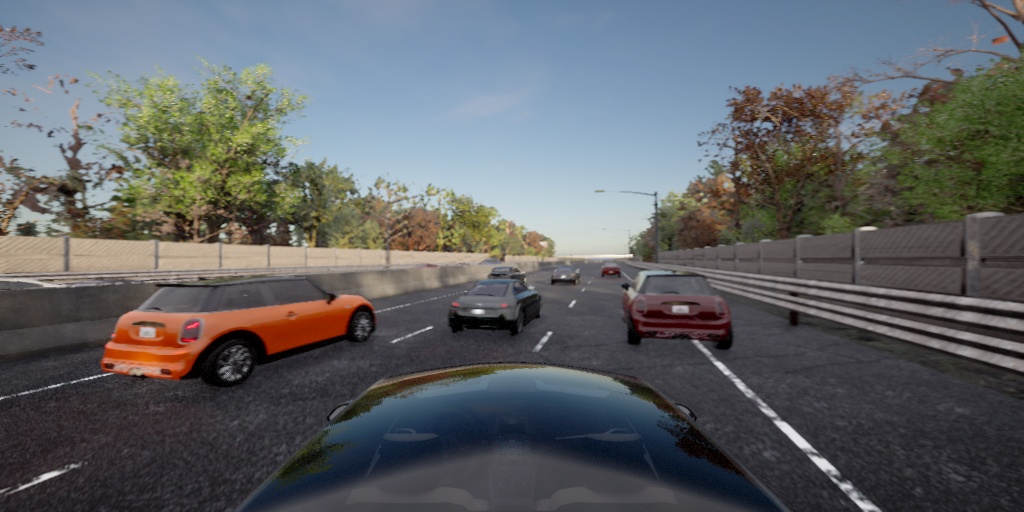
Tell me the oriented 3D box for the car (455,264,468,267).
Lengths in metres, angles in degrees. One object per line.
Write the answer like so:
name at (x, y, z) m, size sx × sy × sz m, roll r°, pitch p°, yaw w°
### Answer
car at (-7.347, 1.811, 53.169) m, size 1.994 × 1.385 × 4.181 m, roll 0°, pitch -1°, yaw 15°

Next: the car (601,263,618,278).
car at (10.662, 1.485, 38.584) m, size 1.882 × 1.535 × 5.008 m, roll 0°, pitch -1°, yaw 15°

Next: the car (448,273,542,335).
car at (-0.329, 1.395, 11.000) m, size 1.994 × 1.385 × 4.181 m, roll 0°, pitch -1°, yaw 15°

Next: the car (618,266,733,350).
car at (4.064, 1.143, 9.537) m, size 2.097 × 1.767 × 4.553 m, roll 0°, pitch -1°, yaw 15°

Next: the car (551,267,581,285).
car at (4.301, 1.519, 28.280) m, size 1.994 × 1.385 × 4.181 m, roll 0°, pitch -1°, yaw 15°

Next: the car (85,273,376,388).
car at (-4.912, 1.180, 7.427) m, size 2.097 × 1.767 × 4.553 m, roll 0°, pitch 0°, yaw 15°

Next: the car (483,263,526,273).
car at (-0.285, 1.457, 24.683) m, size 1.837 × 1.490 × 4.892 m, roll 0°, pitch 0°, yaw 15°

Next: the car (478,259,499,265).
car at (-3.445, 1.456, 54.221) m, size 2.150 × 2.045 × 5.566 m, roll 0°, pitch -1°, yaw 15°

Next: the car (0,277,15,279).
car at (-18.329, 1.476, 12.269) m, size 1.812 × 1.442 × 4.674 m, roll 0°, pitch -1°, yaw 15°

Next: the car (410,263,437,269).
car at (-12.077, 1.715, 49.061) m, size 1.882 × 1.535 × 5.008 m, roll 0°, pitch -1°, yaw 15°

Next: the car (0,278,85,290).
car at (-14.580, 1.496, 12.686) m, size 1.994 × 1.385 × 4.181 m, roll 0°, pitch -1°, yaw 15°
